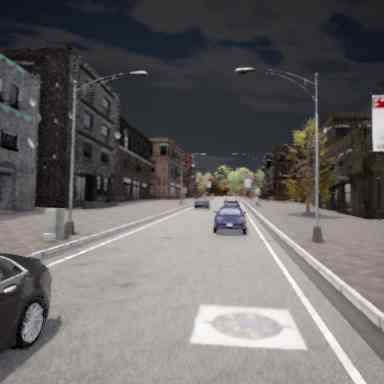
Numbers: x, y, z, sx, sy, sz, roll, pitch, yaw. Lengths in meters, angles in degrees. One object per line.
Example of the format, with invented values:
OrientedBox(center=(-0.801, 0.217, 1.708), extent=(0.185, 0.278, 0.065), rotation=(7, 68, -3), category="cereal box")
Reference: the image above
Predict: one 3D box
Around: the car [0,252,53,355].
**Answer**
OrientedBox(center=(-3.291, 1.471, 3.464), extent=(1.837, 1.490, 4.892), rotation=(1, 0, 5), category="car")

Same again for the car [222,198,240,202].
OrientedBox(center=(4.688, 1.456, 39.990), extent=(2.128, 1.511, 4.902), rotation=(1, 0, 7), category="car")

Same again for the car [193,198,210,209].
OrientedBox(center=(1.348, 1.459, 43.141), extent=(2.033, 1.411, 5.357), rotation=(1, 0, 7), category="car")

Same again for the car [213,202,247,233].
OrientedBox(center=(2.266, 1.561, 19.850), extent=(1.812, 1.442, 4.674), rotation=(1, 0, 7), category="car")
